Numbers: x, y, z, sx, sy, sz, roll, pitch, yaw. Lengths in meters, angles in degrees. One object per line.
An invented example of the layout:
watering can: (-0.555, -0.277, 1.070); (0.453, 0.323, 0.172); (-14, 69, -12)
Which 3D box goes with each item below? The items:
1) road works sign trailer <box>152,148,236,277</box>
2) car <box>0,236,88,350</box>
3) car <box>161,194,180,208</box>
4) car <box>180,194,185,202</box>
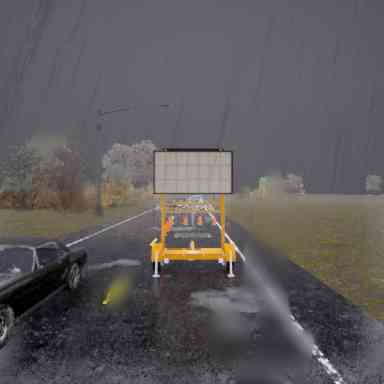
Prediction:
road works sign trailer: (0.031, 0.469, 10.241); (2.380, 3.560, 2.880); (0, 0, -1)
car: (-3.592, 1.603, 6.277); (1.895, 1.301, 4.718); (0, 0, 0)
car: (-3.341, 1.381, 48.376); (2.097, 1.767, 4.553); (0, 0, 1)
car: (-2.807, 1.282, 81.302); (2.150, 2.045, 5.566); (0, 0, 1)
